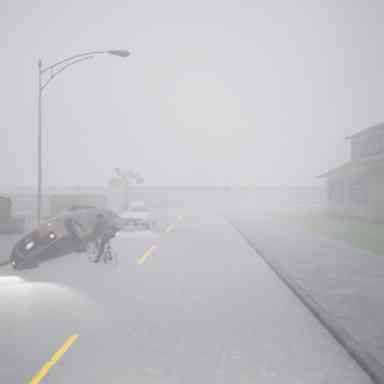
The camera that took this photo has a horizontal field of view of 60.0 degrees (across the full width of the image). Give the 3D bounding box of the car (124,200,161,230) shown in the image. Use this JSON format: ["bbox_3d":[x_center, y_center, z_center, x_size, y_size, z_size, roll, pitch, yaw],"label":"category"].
[{"bbox_3d":[-3.419,1.526,21.460,1.812,1.442,4.674,0,1,2],"label":"car"}]

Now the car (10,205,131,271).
[{"bbox_3d":[-4.077,1.272,10.988,1.994,1.385,4.181,-34,-6,11],"label":"car"}]

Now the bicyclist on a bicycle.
[{"bbox_3d":[-2.780,1.505,10.321,1.656,1.620,0.582,3,2,43],"label":"bicyclist on a bicycle"}]

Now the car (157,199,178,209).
[{"bbox_3d":[-4.369,1.601,45.919,4.718,1.301,1.895,0,0,33],"label":"car"}]
